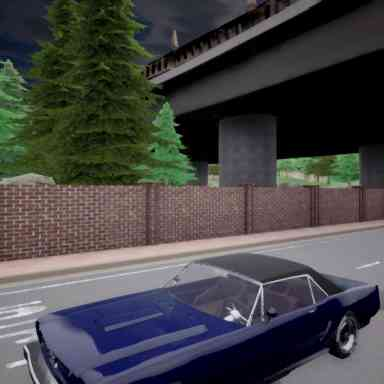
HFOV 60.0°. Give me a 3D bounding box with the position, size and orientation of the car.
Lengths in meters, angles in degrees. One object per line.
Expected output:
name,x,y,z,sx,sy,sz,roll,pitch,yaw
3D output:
car,0.478,1.601,4.372,4.718,1.301,1.895,0,0,-37
